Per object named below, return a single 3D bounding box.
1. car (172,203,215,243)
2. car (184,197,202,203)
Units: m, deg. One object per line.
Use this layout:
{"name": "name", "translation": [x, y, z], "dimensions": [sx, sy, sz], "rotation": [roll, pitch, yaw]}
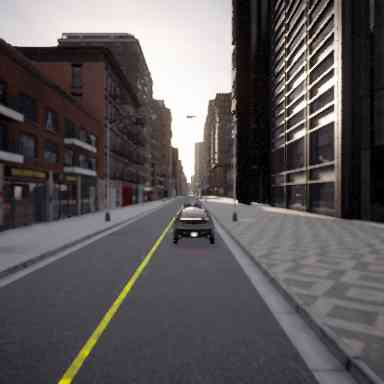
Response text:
{"name": "car", "translation": [0.087, 1.518, 16.271], "dimensions": [1.837, 1.490, 4.892], "rotation": [0, 0, 0]}
{"name": "car", "translation": [0.069, 1.433, 39.763], "dimensions": [2.097, 1.767, 4.553], "rotation": [0, 0, 0]}
